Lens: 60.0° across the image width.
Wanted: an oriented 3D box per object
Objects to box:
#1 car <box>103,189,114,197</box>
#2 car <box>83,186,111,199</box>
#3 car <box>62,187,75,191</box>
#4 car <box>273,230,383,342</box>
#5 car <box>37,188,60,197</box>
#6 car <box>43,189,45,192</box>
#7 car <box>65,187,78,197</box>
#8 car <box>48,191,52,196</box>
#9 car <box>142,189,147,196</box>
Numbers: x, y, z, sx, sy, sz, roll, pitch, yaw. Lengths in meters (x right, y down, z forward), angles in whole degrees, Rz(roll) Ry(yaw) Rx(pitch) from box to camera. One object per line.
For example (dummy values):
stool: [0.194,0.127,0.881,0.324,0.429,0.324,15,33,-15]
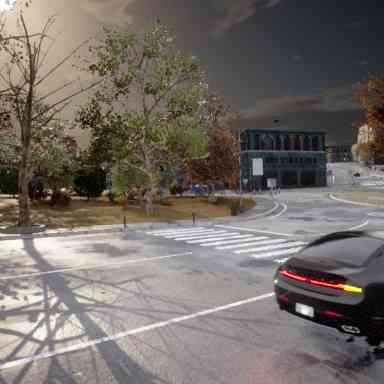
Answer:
car: [-13.518,0.124,60.817,2.185,1.767,4.553,-2,2,16]
car: [-18.280,0.053,64.423,2.435,2.045,5.566,-2,2,17]
car: [-25.392,0.061,69.763,2.435,2.045,5.566,0,2,17]
car: [3.639,1.493,6.367,4.892,1.490,1.837,0,0,-36]
car: [-32.434,0.101,75.250,2.185,1.767,4.553,0,2,18]
car: [-30.077,0.261,73.450,2.097,1.535,5.008,0,2,18]
car: [-23.024,0.350,67.963,2.163,1.488,4.792,-1,2,17]
car: [-27.743,0.293,71.614,2.231,1.521,4.892,-1,2,18]
car: [-8.722,-0.083,57.303,2.435,2.045,5.566,-1,2,16]
